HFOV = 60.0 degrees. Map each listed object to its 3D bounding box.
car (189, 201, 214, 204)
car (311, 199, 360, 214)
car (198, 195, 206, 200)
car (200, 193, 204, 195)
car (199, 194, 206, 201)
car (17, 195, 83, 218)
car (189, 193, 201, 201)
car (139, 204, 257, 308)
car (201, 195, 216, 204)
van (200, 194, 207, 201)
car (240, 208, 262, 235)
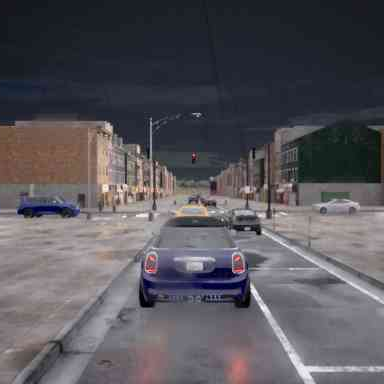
[{"bbox_3d":[0.071,1.472,17.953,1.882,1.535,5.008,0,0,1],"label":"car"},{"bbox_3d":[14.255,1.403,33.106,4.674,1.442,1.812,0,1,-2],"label":"car"},{"bbox_3d":[2.907,1.565,94.948,2.008,1.369,4.403,-1,0,0],"label":"car"},{"bbox_3d":[2.840,1.551,72.818,1.887,1.381,4.507,-1,0,0],"label":"car"},{"bbox_3d":[2.808,1.585,61.753,1.802,1.307,4.206,-1,0,0],"label":"car"},{"bbox_3d":[-12.847,1.334,30.234,5.566,2.045,2.150,0,1,0],"label":"car"},{"bbox_3d":[0.299,1.509,67.402,1.837,1.490,4.892,0,0,0],"label":"car"},{"bbox_3d":[0.071,1.349,8.078,2.097,1.767,4.553,0,0,1],"label":"car"},{"bbox_3d":[2.774,1.544,50.688,1.887,1.381,4.507,-1,0,0],"label":"car"},{"bbox_3d":[2.869,1.351,83.883,1.690,1.788,3.998,-1,0,0],"label":"van"},{"bbox_3d":[2.677,1.545,18.243,2.008,1.369,4.403,-1,0,0],"label":"car"}]
